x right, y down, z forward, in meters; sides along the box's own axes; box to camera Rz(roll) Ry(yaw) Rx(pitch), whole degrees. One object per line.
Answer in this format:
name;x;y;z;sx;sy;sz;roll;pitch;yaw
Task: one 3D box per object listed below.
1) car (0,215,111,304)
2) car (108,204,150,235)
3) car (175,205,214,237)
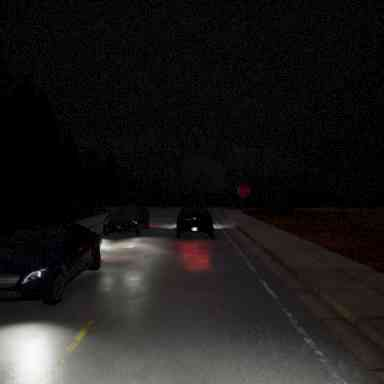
car;-3.580;1.512;8.243;1.812;1.442;4.674;0;0;0
car;-3.548;1.449;18.755;1.882;1.535;5.008;0;0;0
car;0.133;1.479;17.922;1.837;1.490;4.892;0;0;0
